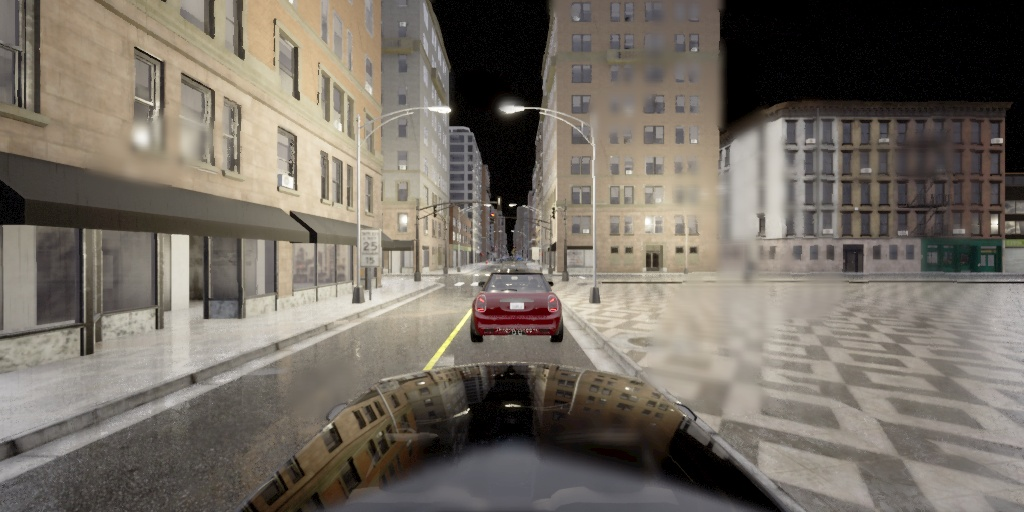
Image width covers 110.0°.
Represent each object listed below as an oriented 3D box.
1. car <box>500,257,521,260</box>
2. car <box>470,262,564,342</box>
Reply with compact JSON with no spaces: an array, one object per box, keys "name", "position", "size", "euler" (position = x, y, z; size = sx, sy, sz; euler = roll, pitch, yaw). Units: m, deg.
[{"name":"car","position":[0.073,1.101,19.701],"size":[2.097,1.767,4.553],"euler":[0,0,-1]},{"name":"car","position":[0.112,1.102,9.885],"size":[2.097,1.767,4.553],"euler":[0,0,0]}]
